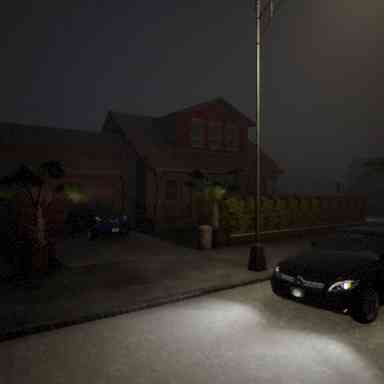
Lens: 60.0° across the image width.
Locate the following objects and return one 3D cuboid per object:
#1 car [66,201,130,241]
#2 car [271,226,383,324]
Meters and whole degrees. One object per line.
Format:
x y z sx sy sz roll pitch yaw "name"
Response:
-4.134 1.174 14.517 1.845 1.501 3.633 0 0 -38 "car"
3.777 1.526 7.262 4.674 1.442 1.812 0 0 -35 "car"
